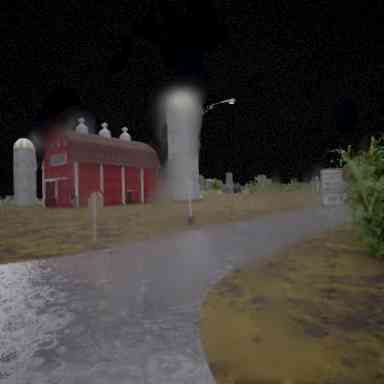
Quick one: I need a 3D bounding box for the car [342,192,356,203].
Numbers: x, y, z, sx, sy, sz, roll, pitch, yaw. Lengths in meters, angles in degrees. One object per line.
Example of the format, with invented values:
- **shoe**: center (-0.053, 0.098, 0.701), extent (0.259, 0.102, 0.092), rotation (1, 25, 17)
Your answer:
- **car**: center (21.008, 0.720, 44.866), extent (1.882, 1.535, 5.008), rotation (-2, 0, 36)
